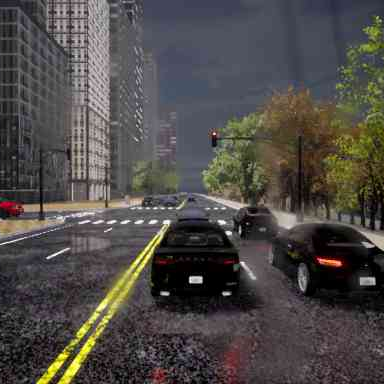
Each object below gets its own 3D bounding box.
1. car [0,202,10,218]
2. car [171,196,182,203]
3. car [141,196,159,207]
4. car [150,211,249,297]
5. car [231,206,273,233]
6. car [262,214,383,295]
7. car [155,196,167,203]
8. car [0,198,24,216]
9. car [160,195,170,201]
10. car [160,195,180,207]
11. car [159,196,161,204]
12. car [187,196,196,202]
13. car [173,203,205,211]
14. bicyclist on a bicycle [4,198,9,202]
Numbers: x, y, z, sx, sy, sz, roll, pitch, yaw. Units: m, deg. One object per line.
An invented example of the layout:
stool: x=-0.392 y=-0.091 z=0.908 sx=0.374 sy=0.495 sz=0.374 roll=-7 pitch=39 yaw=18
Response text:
car: x=-19.354 y=1.881 z=30.044 sx=4.181 sy=1.385 sz=1.994 roll=-1 pitch=1 yaw=0
car: x=-3.392 y=1.529 z=73.415 sx=2.033 sy=1.411 sz=5.357 roll=0 pitch=0 yaw=0
car: x=-6.688 y=1.497 z=51.578 sx=1.837 sy=1.490 sz=4.892 roll=0 pitch=0 yaw=0
car: x=0.074 y=1.476 z=8.645 sx=1.882 sy=1.535 sz=5.008 roll=0 pitch=0 yaw=0
car: x=3.290 y=1.502 z=17.862 sx=1.837 sy=1.490 sz=4.892 roll=0 pitch=0 yaw=0
car: x=3.315 y=1.524 z=8.605 sx=1.812 sy=1.442 sz=4.674 roll=0 pitch=0 yaw=0
car: x=-6.638 y=1.530 z=71.496 sx=2.033 sy=1.411 sz=5.357 roll=0 pitch=0 yaw=0
car: x=-19.897 y=1.518 z=33.293 sx=5.566 sy=2.045 sz=2.150 roll=-1 pitch=1 yaw=0
car: x=-6.657 y=1.530 z=82.032 sx=2.033 sy=1.411 sz=5.357 roll=0 pitch=0 yaw=0
car: x=-3.440 y=1.539 z=52.923 sx=2.033 sy=1.411 sz=5.357 roll=0 pitch=0 yaw=0
car: x=-6.686 y=1.482 z=60.997 sx=2.128 sy=1.511 sz=4.902 roll=0 pitch=0 yaw=0
car: x=-0.144 y=1.530 z=76.067 sx=2.033 sy=1.411 sz=5.357 roll=0 pitch=0 yaw=0
car: x=0.036 y=1.545 z=18.454 sx=2.033 sy=1.411 sz=5.357 roll=0 pitch=0 yaw=0
bicyclist on a bicycle: x=-24.735 y=1.578 z=44.161 sx=0.582 sy=1.620 sz=1.656 roll=-1 pitch=1 yaw=0
